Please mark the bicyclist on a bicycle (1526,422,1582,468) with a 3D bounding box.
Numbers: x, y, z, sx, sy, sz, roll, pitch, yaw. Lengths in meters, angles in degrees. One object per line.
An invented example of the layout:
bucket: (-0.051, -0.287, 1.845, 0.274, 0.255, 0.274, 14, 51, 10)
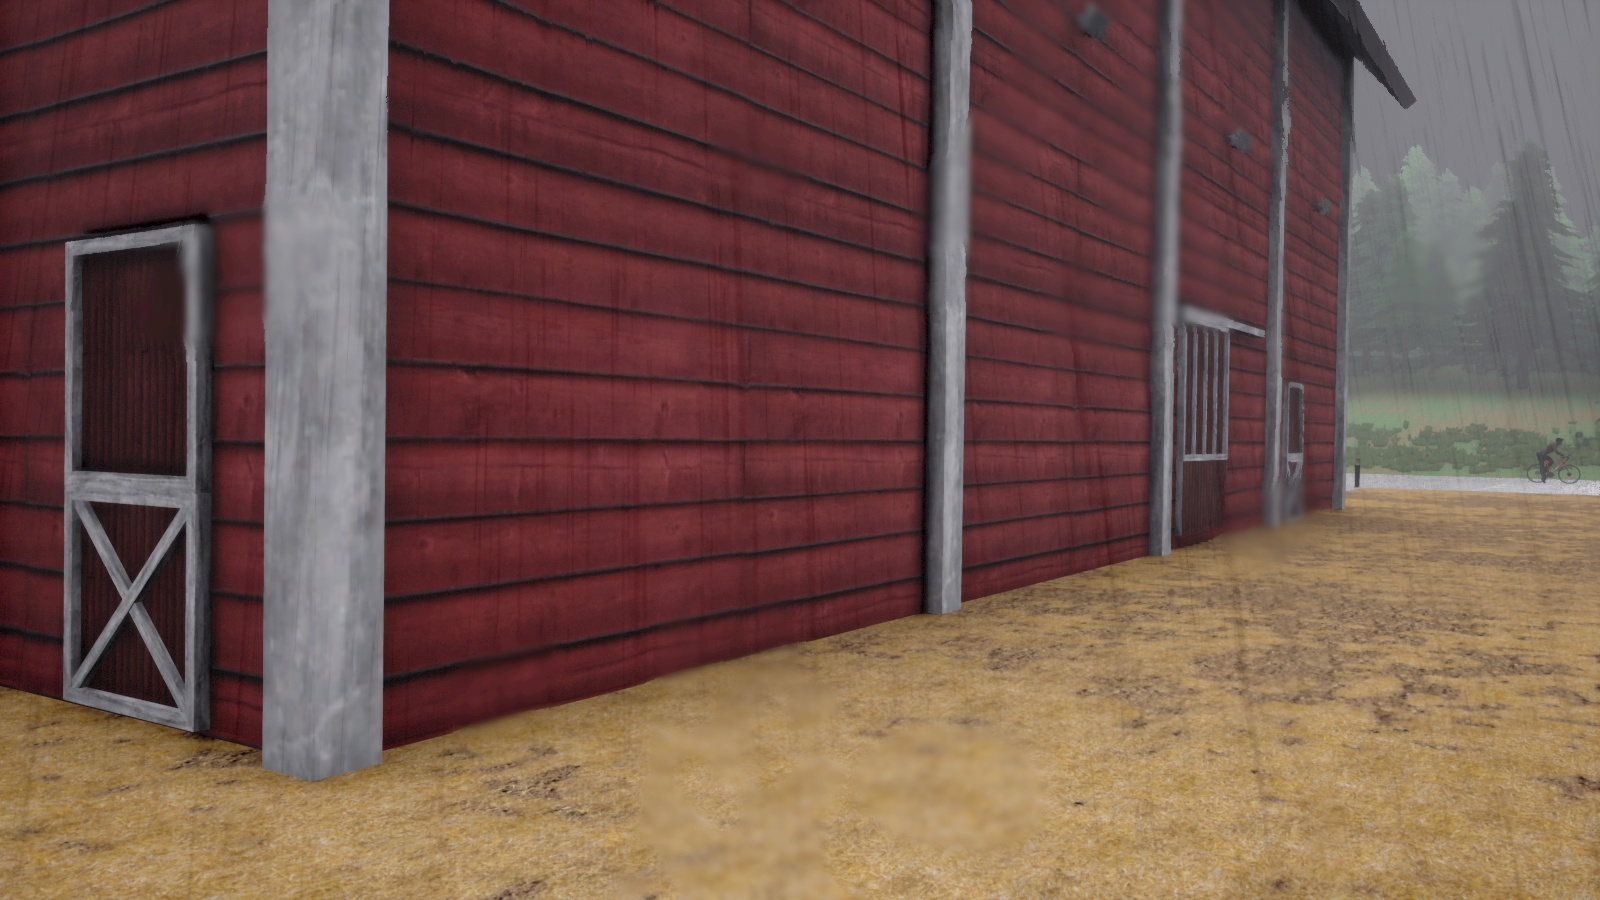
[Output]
bicyclist on a bicycle: (26.668, -0.193, 44.434, 1.656, 1.620, 0.582, 1, 1, 34)
